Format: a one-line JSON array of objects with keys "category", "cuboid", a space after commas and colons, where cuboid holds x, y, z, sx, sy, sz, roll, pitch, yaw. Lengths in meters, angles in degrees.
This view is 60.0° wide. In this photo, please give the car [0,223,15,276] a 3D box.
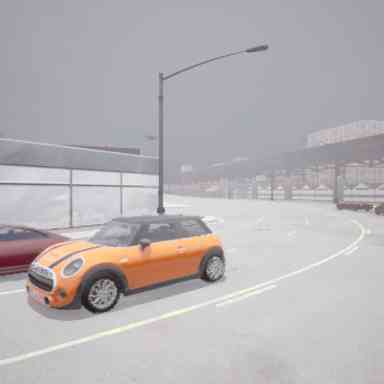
[{"category": "car", "cuboid": [-5.358, 1.564, 8.957, 4.181, 1.385, 1.994, 0, 0, -39]}]

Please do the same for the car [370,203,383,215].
[{"category": "car", "cuboid": [18.612, 1.526, 30.658, 1.812, 1.442, 4.674, 0, 0, 6]}]

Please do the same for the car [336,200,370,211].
[{"category": "car", "cuboid": [19.244, 1.601, 39.659, 1.895, 1.301, 4.718, 0, 0, -9]}]

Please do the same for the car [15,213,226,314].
[{"category": "car", "cuboid": [-1.305, 1.352, 7.829, 4.553, 1.767, 2.097, 0, 0, -43]}]
